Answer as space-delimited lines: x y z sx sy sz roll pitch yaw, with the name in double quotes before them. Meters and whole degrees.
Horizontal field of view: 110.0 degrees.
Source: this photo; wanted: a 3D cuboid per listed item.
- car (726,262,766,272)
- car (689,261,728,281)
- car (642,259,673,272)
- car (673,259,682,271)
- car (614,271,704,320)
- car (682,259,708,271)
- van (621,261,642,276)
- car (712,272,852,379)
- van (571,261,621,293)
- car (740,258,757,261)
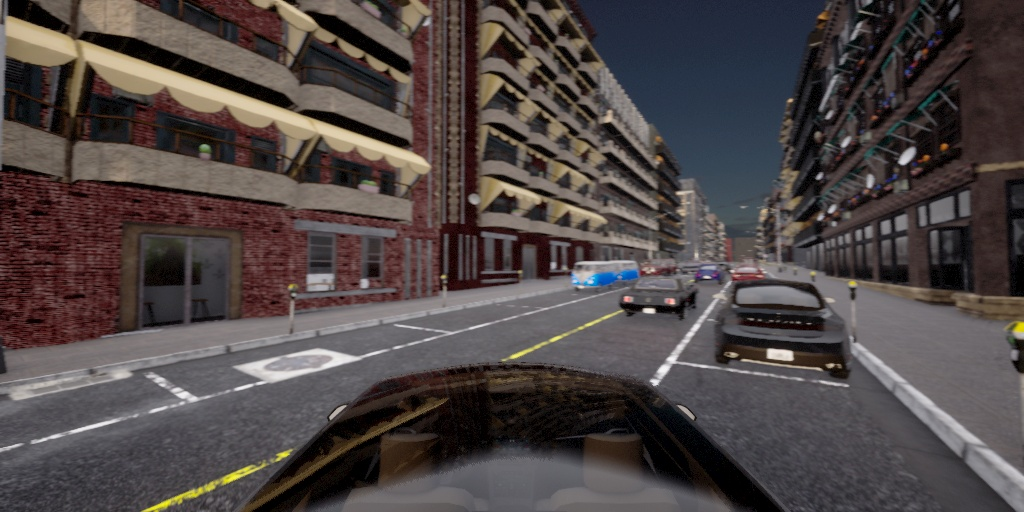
"car" 14.664 1.290 22.275 1.888 1.381 4.507 0 0 34
"car" 15.106 1.323 27.439 1.812 1.442 4.674 -1 -1 34
"car" 14.230 1.225 35.899 2.192 1.841 5.009 0 0 34
"car" 17.282 1.235 40.511 2.192 1.841 5.009 0 0 34
"car" 5.405 1.382 12.775 1.895 1.301 4.718 -1 -1 33
"car" 20.931 1.425 41.420 2.033 1.411 5.357 -1 -1 34
"van" 8.125 1.235 26.676 1.690 1.789 3.998 0 0 34
"car" 5.332 1.229 7.381 1.837 1.490 4.892 -1 -1 33
"van" 5.073 1.228 22.064 1.690 1.789 3.998 0 0 34
"car" 20.775 1.201 31.495 1.967 1.591 4.097 0 0 34
